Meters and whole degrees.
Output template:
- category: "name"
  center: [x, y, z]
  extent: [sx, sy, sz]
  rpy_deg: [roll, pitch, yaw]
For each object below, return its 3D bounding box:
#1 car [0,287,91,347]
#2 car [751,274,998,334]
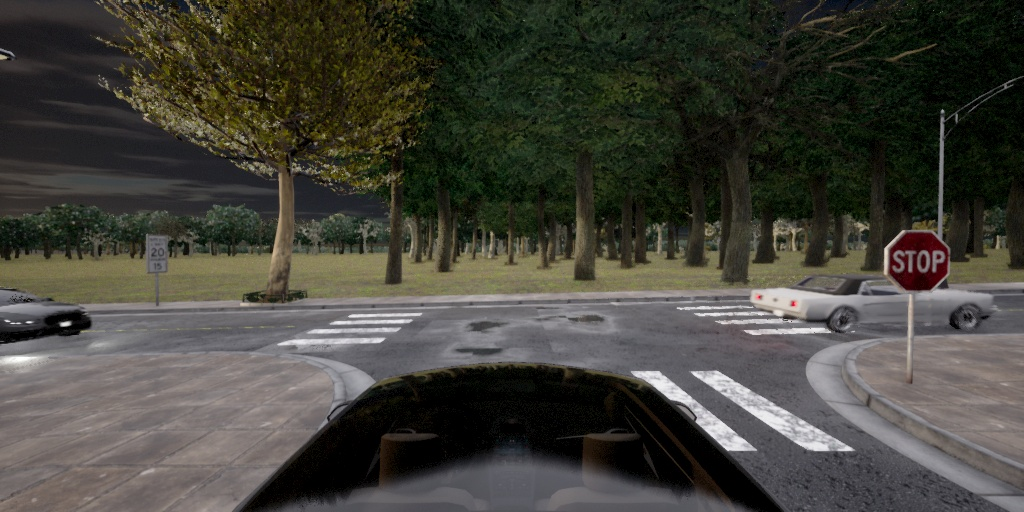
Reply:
- category: "car"
  center: [-13.999, 1.578, 9.292]
  extent: [4.892, 1.490, 1.837]
  rpy_deg: [-1, 1, 0]
- category: "car"
  center: [9.064, 1.129, 9.218]
  extent: [4.718, 1.301, 1.895]
  rpy_deg: [-1, 1, 0]
